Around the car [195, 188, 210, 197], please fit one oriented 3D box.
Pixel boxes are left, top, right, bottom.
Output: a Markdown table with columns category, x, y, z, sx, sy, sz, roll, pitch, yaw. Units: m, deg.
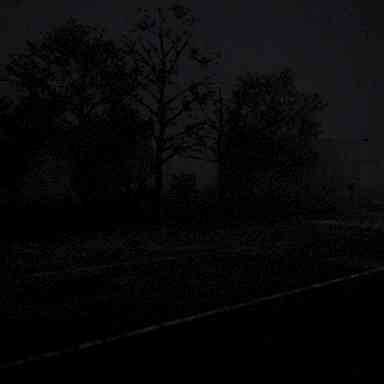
| category | x | y | z | sx | sy | sz | roll | pitch | yaw |
| --- | --- | --- | --- | --- | --- | --- | --- | --- | --- |
| car | 2.918 | 0.224 | 65.498 | 2.435 | 2.045 | 5.566 | -1 | 1 | 16 |

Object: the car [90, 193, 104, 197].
| category | x | y | z | sx | sy | sz | roll | pitch | yaw |
| --- | --- | --- | --- | --- | --- | --- | --- | --- | --- |
| car | -25.348 | 0.382 | 87.276 | 2.097 | 1.535 | 5.008 | 0 | 2 | 19 |

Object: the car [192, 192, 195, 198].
| category | x | y | z | sx | sy | sz | roll | pitch | yaw |
| --- | --- | --- | --- | --- | --- | --- | --- | --- | --- |
| car | 0.530 | 0.257 | 67.317 | 2.435 | 2.045 | 5.566 | -2 | 1 | 16 |

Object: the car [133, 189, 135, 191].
| category | x | y | z | sx | sy | sz | roll | pitch | yaw |
| --- | --- | --- | --- | --- | --- | --- | --- | --- | --- |
| car | -13.708 | 0.323 | 78.016 | 2.435 | 2.045 | 5.566 | 0 | 2 | 18 |

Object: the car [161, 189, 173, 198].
| category | x | y | z | sx | sy | sz | roll | pitch | yaw |
| --- | --- | --- | --- | --- | --- | --- | --- | --- | --- |
| car | -4.279 | 0.572 | 70.656 | 1.946 | 1.575 | 5.366 | -1 | 2 | 17 |

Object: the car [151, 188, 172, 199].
| category | x | y | z | sx | sy | sz | roll | pitch | yaw |
| --- | --- | --- | --- | --- | --- | --- | --- | --- | --- |
| car | -6.615 | 0.334 | 72.651 | 2.435 | 2.045 | 5.566 | -1 | 1 | 17 |
